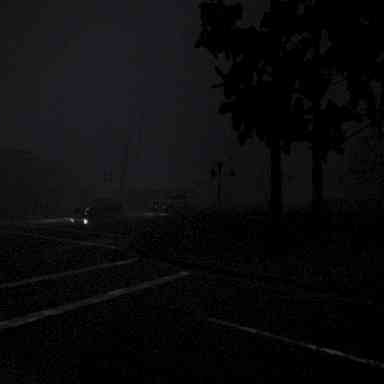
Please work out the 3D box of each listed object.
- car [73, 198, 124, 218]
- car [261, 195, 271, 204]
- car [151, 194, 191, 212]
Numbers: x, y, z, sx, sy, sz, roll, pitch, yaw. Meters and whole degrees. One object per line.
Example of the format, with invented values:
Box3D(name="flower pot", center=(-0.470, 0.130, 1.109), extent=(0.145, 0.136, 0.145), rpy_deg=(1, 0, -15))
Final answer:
Box3D(name="car", center=(-8.269, 1.333, 29.618), extent=(2.097, 1.767, 4.553), rpy_deg=(0, 0, 34))
Box3D(name="car", center=(13.824, 1.327, 60.857), extent=(2.097, 1.767, 4.553), rpy_deg=(0, 0, 7))
Box3D(name="car", center=(-2.321, 1.202, 38.327), extent=(2.150, 2.045, 5.566), rpy_deg=(0, 0, 35))
